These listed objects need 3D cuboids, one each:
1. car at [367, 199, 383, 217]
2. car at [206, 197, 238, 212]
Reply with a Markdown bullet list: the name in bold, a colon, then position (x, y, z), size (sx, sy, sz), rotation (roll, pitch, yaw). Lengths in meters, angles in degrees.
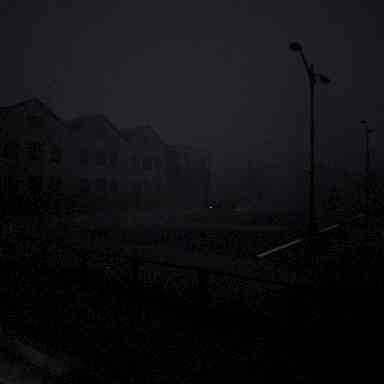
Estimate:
- **car**: position (15.411, 1.298, 26.818), size (2.007, 1.523, 4.514), rotation (0, 0, 35)
- **car**: position (3.337, 1.313, 36.279), size (1.837, 1.490, 4.892), rotation (0, 0, 35)
